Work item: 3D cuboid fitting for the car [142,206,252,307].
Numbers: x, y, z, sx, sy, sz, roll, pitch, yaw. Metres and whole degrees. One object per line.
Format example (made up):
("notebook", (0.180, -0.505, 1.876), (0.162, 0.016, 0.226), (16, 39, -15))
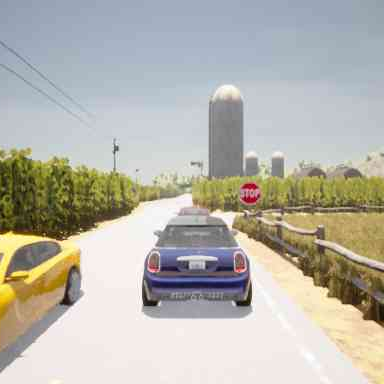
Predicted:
("car", (0.096, 1.350, 8.157), (2.097, 1.767, 4.553), (0, 0, 0))

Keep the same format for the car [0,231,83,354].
("car", (-3.292, 1.476, 5.214), (1.882, 1.535, 5.008), (0, 0, 0))

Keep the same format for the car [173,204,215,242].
("car", (0.084, 1.473, 17.396), (1.882, 1.535, 5.008), (0, 0, 0))
